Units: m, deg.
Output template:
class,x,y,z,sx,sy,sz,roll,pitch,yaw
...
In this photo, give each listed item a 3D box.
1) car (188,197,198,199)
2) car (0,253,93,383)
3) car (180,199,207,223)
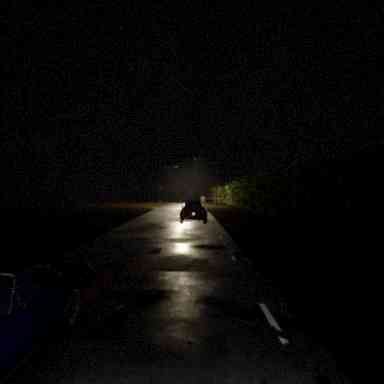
class,x,y,z,sx,sy,sz,roll,pitch,yaw
car,0.120,1.407,41.985,1.882,1.535,5.008,0,0,0
car,-2.849,1.580,4.191,1.895,1.301,4.718,0,0,0
car,0.111,1.474,24.923,1.994,1.385,4.181,0,0,0
